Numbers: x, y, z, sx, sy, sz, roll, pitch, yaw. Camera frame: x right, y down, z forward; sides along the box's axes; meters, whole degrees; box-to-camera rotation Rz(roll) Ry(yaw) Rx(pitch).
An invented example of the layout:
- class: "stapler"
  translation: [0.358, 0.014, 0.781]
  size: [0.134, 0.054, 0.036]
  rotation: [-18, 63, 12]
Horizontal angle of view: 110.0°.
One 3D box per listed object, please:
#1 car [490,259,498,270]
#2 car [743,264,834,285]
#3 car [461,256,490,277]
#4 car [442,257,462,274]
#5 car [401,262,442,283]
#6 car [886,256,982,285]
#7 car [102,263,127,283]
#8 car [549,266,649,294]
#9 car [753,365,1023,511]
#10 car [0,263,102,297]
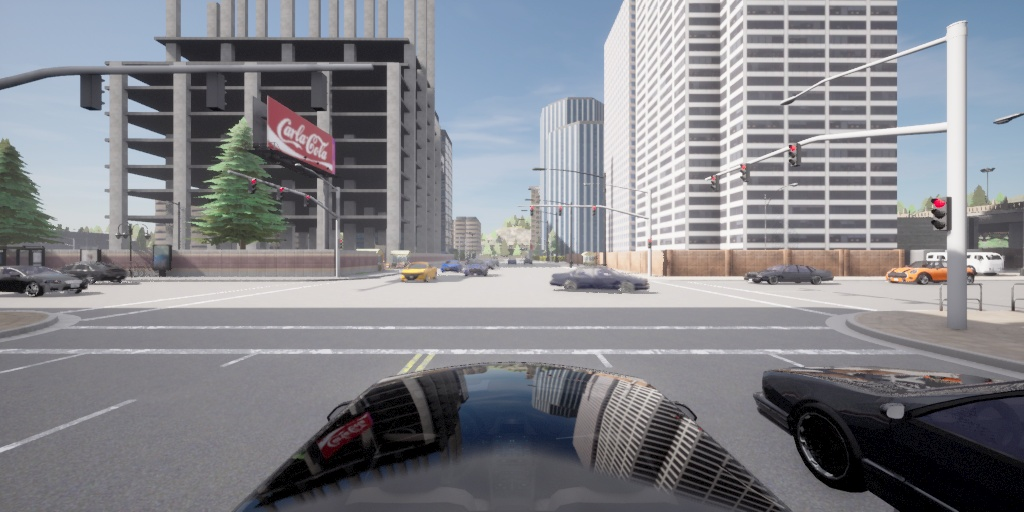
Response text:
- class: "car"
  translation: [-3.576, 1.297, 51.387]
  size: [2.033, 1.411, 5.357]
  rotation: [0, 0, 0]
- class: "car"
  translation: [19.647, 1.297, 25.537]
  size: [5.357, 1.411, 2.033]
  rotation: [0, 0, 0]
- class: "car"
  translation: [-3.438, 1.102, 34.848]
  size: [2.097, 1.767, 4.553]
  rotation: [0, 0, -2]
- class: "car"
  translation: [-7.083, 1.227, 42.396]
  size: [1.882, 1.535, 5.008]
  rotation: [0, 0, 0]
- class: "car"
  translation: [-7.088, 1.227, 27.722]
  size: [1.882, 1.535, 5.008]
  rotation: [0, 0, 0]
- class: "car"
  translation: [29.655, 1.102, 25.558]
  size: [4.553, 1.767, 2.097]
  rotation: [0, 0, 1]
- class: "car"
  translation: [-30.201, 1.255, 25.283]
  size: [4.892, 1.490, 1.837]
  rotation: [0, 0, 0]
- class: "car"
  translation: [4.792, 1.297, 20.046]
  size: [5.357, 1.411, 2.033]
  rotation: [0, 0, 23]
- class: "car"
  translation: [3.597, 1.297, 1.490]
  size: [2.033, 1.411, 5.357]
  rotation: [0, 0, 0]
- class: "car"
  translation: [-24.548, 1.241, 18.121]
  size: [4.902, 1.511, 2.128]
  rotation: [0, 0, 0]
